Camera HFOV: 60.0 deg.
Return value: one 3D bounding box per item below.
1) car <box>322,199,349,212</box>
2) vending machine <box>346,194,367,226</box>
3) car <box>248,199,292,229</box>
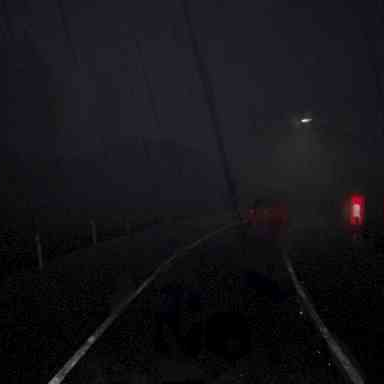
[{"bbox_3d":[16.856,1.528,38.185,5.357,1.411,2.033,2,3,-44],"label":"car"},{"bbox_3d":[11.906,1.262,24.040,1.100,2.100,0.880,8,8,30],"label":"vending machine"},{"bbox_3d":[4.962,1.192,20.840,2.097,1.767,4.553,2,1,22],"label":"car"}]
